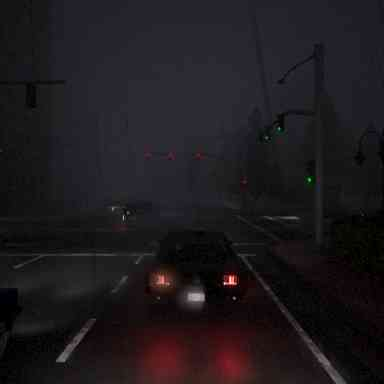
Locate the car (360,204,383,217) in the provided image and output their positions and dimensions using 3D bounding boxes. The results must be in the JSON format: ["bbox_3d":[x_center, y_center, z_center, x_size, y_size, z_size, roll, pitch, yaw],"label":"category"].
[{"bbox_3d":[15.763,1.560,26.021,4.892,1.490,1.837,0,0,0],"label":"car"}]

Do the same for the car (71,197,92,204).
[{"bbox_3d":[-21.391,1.601,64.639,4.718,1.301,1.895,0,0,40],"label":"car"}]

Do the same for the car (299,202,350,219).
[{"bbox_3d":[11.725,1.619,29.563,4.181,1.385,1.994,0,0,1],"label":"car"}]

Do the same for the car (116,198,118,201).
[{"bbox_3d":[-8.889,1.526,45.539,1.812,1.442,4.674,0,0,-18],"label":"car"}]

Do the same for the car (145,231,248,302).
[{"bbox_3d":[0.091,1.601,8.193,1.895,1.301,4.718,0,0,0],"label":"car"}]

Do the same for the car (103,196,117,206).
[{"bbox_3d":[-13.193,1.478,55.029,1.882,1.535,5.008,0,0,-33],"label":"car"}]

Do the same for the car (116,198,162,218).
[{"bbox_3d":[-4.564,1.533,31.188,1.837,1.490,4.892,2,1,25],"label":"car"}]

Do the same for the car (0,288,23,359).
[{"bbox_3d":[-3.429,1.601,2.769,1.895,1.301,4.718,0,0,0],"label":"car"}]
